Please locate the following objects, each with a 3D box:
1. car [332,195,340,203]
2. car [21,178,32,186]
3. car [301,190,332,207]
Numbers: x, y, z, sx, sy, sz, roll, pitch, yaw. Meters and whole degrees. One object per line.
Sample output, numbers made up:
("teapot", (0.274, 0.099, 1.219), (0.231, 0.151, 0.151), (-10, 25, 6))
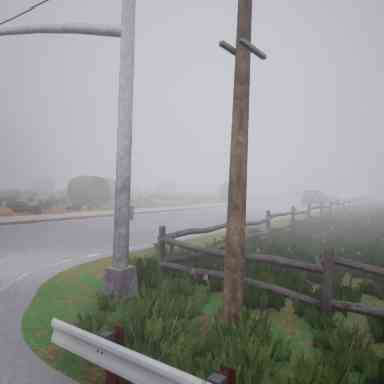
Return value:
("car", (21.214, 1.139, 50.693), (1.994, 1.385, 4.181), (3, 2, 33))
("car", (-39.123, -2.288, 79.210), (1.905, 1.878, 3.866), (8, 2, -13))
("car", (15.461, 0.817, 41.796), (2.150, 2.045, 5.566), (3, 2, 34))
